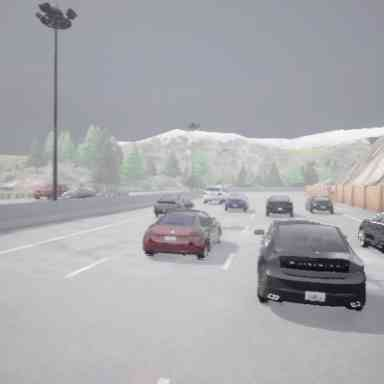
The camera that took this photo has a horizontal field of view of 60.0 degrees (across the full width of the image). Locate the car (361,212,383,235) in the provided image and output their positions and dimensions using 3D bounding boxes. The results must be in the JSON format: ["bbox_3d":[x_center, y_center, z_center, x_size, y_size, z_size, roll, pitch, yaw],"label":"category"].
[{"bbox_3d":[6.806,1.347,10.637,2.128,1.511,4.902,1,1,13],"label":"car"}]

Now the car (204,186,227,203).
[{"bbox_3d":[2.917,0.331,40.036,2.150,2.045,5.566,1,2,13],"label":"car"}]

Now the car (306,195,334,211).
[{"bbox_3d":[11.096,1.026,29.008,1.812,1.442,4.674,1,1,13],"label":"car"}]

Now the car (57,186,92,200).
[{"bbox_3d":[-12.352,0.420,36.912,2.128,1.511,4.902,1,1,14],"label":"car"}]

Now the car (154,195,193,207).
[{"bbox_3d":[-1.108,0.931,22.875,2.128,1.511,4.902,1,1,13],"label":"car"}]

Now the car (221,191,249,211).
[{"bbox_3d":[4.086,0.893,29.705,1.812,1.442,4.674,1,1,13],"label":"car"}]

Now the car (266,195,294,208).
[{"bbox_3d":[6.693,0.987,25.490,1.882,1.535,5.008,1,1,13],"label":"car"}]

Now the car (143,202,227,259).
[{"bbox_3d":[-0.160,1.282,11.591,1.994,1.385,4.181,1,1,13],"label":"car"}]

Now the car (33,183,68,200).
[{"bbox_3d":[-18.036,-0.087,43.115,2.150,2.045,5.566,1,1,13],"label":"car"}]

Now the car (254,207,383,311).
[{"bbox_3d":[2.505,1.359,7.616,1.837,1.490,4.892,1,1,13],"label":"car"}]

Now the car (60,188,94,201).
[{"bbox_3d":[-14.608,0.287,42.436,1.812,1.442,4.674,1,1,14],"label":"car"}]

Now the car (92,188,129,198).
[{"bbox_3d":[-8.706,0.335,37.085,2.097,1.767,4.553,1,1,14],"label":"car"}]
